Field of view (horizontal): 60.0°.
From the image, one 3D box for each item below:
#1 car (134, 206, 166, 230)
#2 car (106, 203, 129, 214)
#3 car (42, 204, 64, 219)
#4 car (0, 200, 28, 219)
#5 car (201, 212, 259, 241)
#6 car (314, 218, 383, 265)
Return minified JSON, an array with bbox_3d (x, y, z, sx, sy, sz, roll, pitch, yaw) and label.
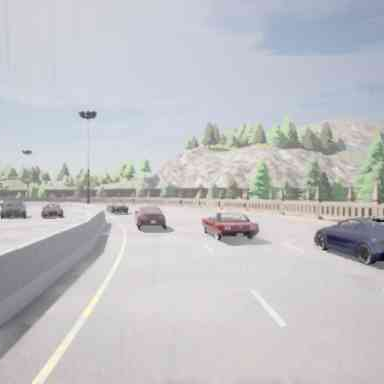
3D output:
[{"bbox_3d":[-2.887,1.687,22.551,1.812,1.442,4.674,0,0,-13],"label":"car"},{"bbox_3d":[-9.171,1.942,40.533,1.895,1.301,4.718,0,0,-25],"label":"car"},{"bbox_3d":[-13.866,1.892,33.226,1.994,1.385,4.181,0,-1,-22],"label":"car"},{"bbox_3d":[-17.686,1.716,33.284,2.097,1.767,4.553,0,-1,-24],"label":"car"},{"bbox_3d":[1.806,1.696,17.457,1.895,1.301,4.718,0,0,-10],"label":"car"},{"bbox_3d":[6.124,1.600,11.884,1.994,1.385,4.181,0,0,-7],"label":"car"}]
